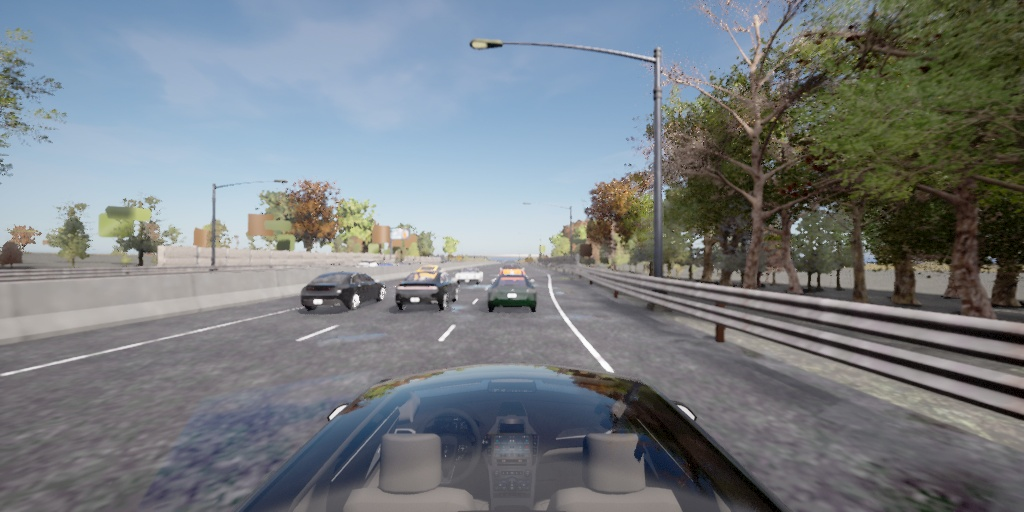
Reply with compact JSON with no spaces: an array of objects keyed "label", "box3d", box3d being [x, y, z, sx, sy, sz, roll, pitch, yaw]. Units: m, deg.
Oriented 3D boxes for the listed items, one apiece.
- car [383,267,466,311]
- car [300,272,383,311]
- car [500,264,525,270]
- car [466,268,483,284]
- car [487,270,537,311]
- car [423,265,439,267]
[{"label":"car","box3d":[-3.474,1.391,15.349,2.128,1.511,4.902,0,0,1]},{"label":"car","box3d":[-6.974,1.405,15.345,1.837,1.490,4.892,0,0,1]},{"label":"car","box3d":[0.029,1.417,30.266,2.097,1.767,4.553,0,-1,1]},{"label":"car","box3d":[-3.476,1.665,30.089,1.895,1.301,4.718,0,-1,0]},{"label":"car","box3d":[0.026,1.462,15.350,1.994,1.385,4.181,0,-1,1]},{"label":"car","box3d":[-6.965,1.553,31.096,1.882,1.535,5.008,0,0,1]}]
